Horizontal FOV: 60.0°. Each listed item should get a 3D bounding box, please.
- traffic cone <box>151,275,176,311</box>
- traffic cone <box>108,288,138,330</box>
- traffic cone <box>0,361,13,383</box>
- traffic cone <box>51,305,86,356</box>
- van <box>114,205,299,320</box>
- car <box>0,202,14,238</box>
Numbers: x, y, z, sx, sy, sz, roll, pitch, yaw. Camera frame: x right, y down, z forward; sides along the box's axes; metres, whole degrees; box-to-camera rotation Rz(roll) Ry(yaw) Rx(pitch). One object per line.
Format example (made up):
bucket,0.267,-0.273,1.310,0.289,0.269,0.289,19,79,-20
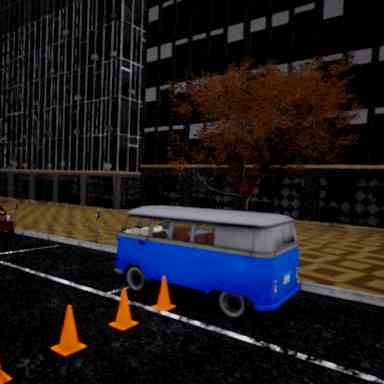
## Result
traffic cone,-0.523,1.847,6.186,0.340,0.580,0.340,2,1,36
traffic cone,-1.105,1.846,5.372,0.340,0.580,0.340,2,1,36
traffic cone,-2.267,1.843,3.745,0.340,0.580,0.340,2,1,36
traffic cone,-1.686,1.845,4.559,0.340,0.580,0.340,2,1,36
van,0.145,1.238,6.876,3.998,1.788,1.690,2,2,36
car,-9.005,1.011,13.416,4.097,1.590,1.967,2,2,36
